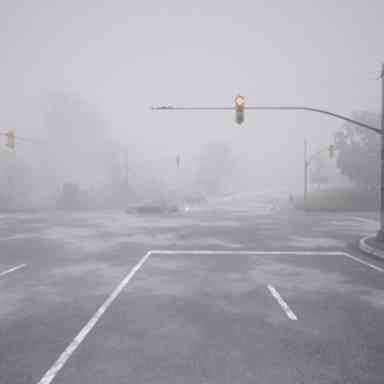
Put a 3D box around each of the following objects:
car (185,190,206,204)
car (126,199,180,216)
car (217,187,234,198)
[{"bbox_3d":[0.687,0.780,54.147,2.150,2.045,5.566,0,2,19],"label":"car"},{"bbox_3d":[-3.547,1.398,30.228,4.902,1.511,2.128,0,0,3],"label":"car"},{"bbox_3d":[6.977,-0.009,68.831,2.150,2.045,5.566,0,3,25],"label":"car"}]
